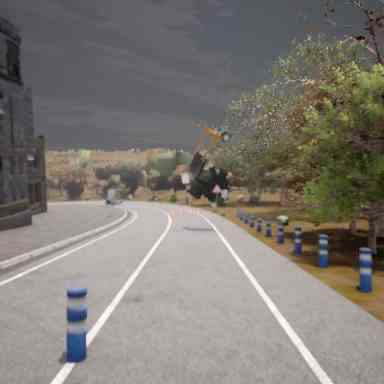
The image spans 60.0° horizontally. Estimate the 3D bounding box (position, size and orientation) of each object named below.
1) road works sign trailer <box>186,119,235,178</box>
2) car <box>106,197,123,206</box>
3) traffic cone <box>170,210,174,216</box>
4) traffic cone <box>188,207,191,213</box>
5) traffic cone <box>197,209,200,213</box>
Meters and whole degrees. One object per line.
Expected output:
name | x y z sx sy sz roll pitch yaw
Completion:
road works sign trailer | 0.577 -2.893 22.376 2.880 3.560 2.380 20 13 -24
car | -13.816 1.562 58.912 2.128 1.511 4.902 -4 2 -32
traffic cone | -1.824 2.151 31.178 0.340 0.580 0.340 -1 1 -4
traffic cone | -0.281 2.025 37.296 0.340 0.580 0.340 -1 1 -4
traffic cone | 0.682 2.008 37.434 0.340 0.580 0.340 -1 1 0
